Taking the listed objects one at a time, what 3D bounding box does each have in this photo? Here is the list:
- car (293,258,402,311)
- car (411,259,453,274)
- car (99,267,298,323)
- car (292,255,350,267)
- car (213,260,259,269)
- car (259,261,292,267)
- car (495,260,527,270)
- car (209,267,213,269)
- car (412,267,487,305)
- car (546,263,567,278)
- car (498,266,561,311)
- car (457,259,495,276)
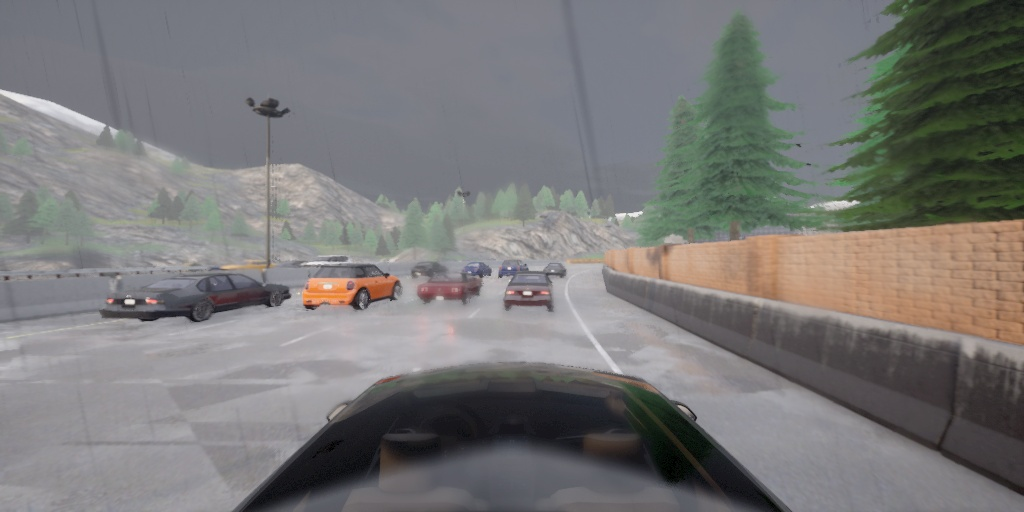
[{"bbox_3d":[-6.193,1.085,14.504,2.097,1.767,4.553,0,0,5],"label":"car"},{"bbox_3d":[-7.183,1.235,31.835,1.837,1.490,4.892,0,0,11],"label":"car"},{"bbox_3d":[-9.965,1.270,12.023,2.033,1.411,5.357,0,0,4],"label":"car"},{"bbox_3d":[-17.617,0.922,34.256,2.150,2.045,5.566,0,0,12],"label":"car"},{"bbox_3d":[-24.790,1.159,33.925,1.882,1.535,5.008,0,0,11],"label":"car"},{"bbox_3d":[-21.116,1.197,34.468,1.837,1.490,4.892,0,0,12],"label":"car"},{"bbox_3d":[0.218,1.103,32.956,2.097,1.767,4.553,0,0,12],"label":"car"},{"bbox_3d":[-27.879,1.273,36.416,1.895,1.301,4.718,0,0,12],"label":"car"},{"bbox_3d":[-2.565,1.344,16.064,1.895,1.301,4.718,0,0,6],"label":"car"},{"bbox_3d":[4.217,1.327,34.728,1.994,1.385,4.181,0,0,13],"label":"car"},{"bbox_3d":[0.778,1.300,14.573,2.033,1.411,5.357,0,0,6],"label":"car"},{"bbox_3d":[-3.248,1.267,33.574,1.812,1.442,4.674,0,0,12],"label":"car"}]
